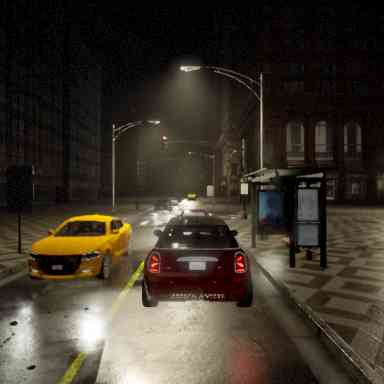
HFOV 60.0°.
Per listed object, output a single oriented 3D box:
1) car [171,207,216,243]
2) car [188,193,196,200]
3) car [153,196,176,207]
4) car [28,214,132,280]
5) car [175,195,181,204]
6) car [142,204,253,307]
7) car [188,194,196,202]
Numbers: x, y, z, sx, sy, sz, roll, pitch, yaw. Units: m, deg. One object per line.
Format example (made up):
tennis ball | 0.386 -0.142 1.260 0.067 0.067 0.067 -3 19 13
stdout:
car | 0.087 1.558 16.769 1.994 1.385 4.181 0 0 1
car | -0.044 1.127 84.335 1.882 1.535 5.008 0 0 0
car | -3.117 1.466 36.699 1.837 1.490 4.892 0 0 0
car | -3.104 1.477 10.159 1.882 1.535 5.008 0 0 0
car | -3.120 1.525 51.800 1.895 1.301 4.718 0 0 0
car | 0.096 1.352 8.126 2.097 1.767 4.553 0 0 0
car | -0.039 1.442 74.360 1.895 1.301 4.718 0 0 0
